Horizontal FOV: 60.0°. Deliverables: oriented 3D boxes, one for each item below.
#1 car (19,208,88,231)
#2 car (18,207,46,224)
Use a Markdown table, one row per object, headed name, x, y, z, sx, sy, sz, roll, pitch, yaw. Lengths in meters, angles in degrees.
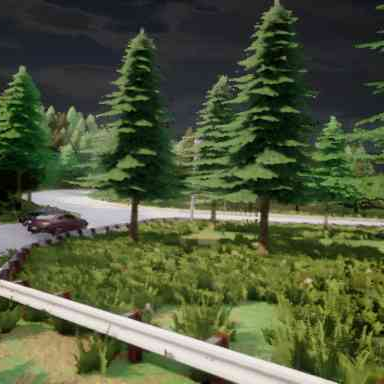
| name | x | y | z | sx | sy | sz | roll | pitch | yaw |
| --- | --- | --- | --- | --- | --- | --- | --- | --- | --- |
| car | -8.850 | 2.061 | 22.286 | 1.812 | 1.442 | 4.674 | 4 | 0 | 16 |
| car | -11.184 | 1.916 | 25.707 | 1.994 | 1.385 | 4.181 | 4 | 1 | 18 |
